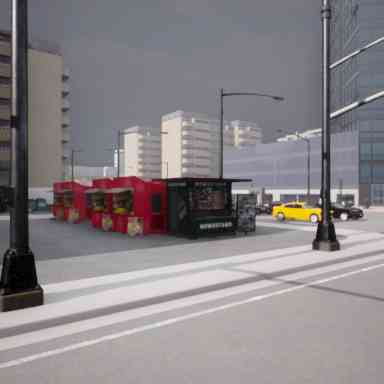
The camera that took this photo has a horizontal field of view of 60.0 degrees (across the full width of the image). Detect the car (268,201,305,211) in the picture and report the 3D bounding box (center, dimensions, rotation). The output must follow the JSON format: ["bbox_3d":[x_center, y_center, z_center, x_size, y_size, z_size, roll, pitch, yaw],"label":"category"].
[{"bbox_3d":[12.831,1.873,45.608,1.895,1.301,4.718,0,-1,-36],"label":"car"}]

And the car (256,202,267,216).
[{"bbox_3d":[6.716,1.776,35.814,1.994,1.385,4.181,0,-1,-36],"label":"car"}]

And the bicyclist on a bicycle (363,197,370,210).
[{"bbox_3d":[22.251,1.463,42.463,1.656,1.620,0.582,0,0,-36],"label":"bicyclist on a bicycle"}]

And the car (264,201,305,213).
[{"bbox_3d":[11.468,1.837,41.529,1.895,1.301,4.718,0,-1,-36],"label":"car"}]

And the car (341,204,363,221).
[{"bbox_3d":[12.001,1.585,28.535,1.882,1.535,5.008,0,-1,-36],"label":"car"}]

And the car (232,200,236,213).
[{"bbox_3d":[3.073,1.453,34.884,2.150,2.045,5.566,0,-1,-36],"label":"car"}]

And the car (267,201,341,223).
[{"bbox_3d":[8.898,1.587,26.818,1.882,1.535,5.008,0,-1,-38],"label":"car"}]
